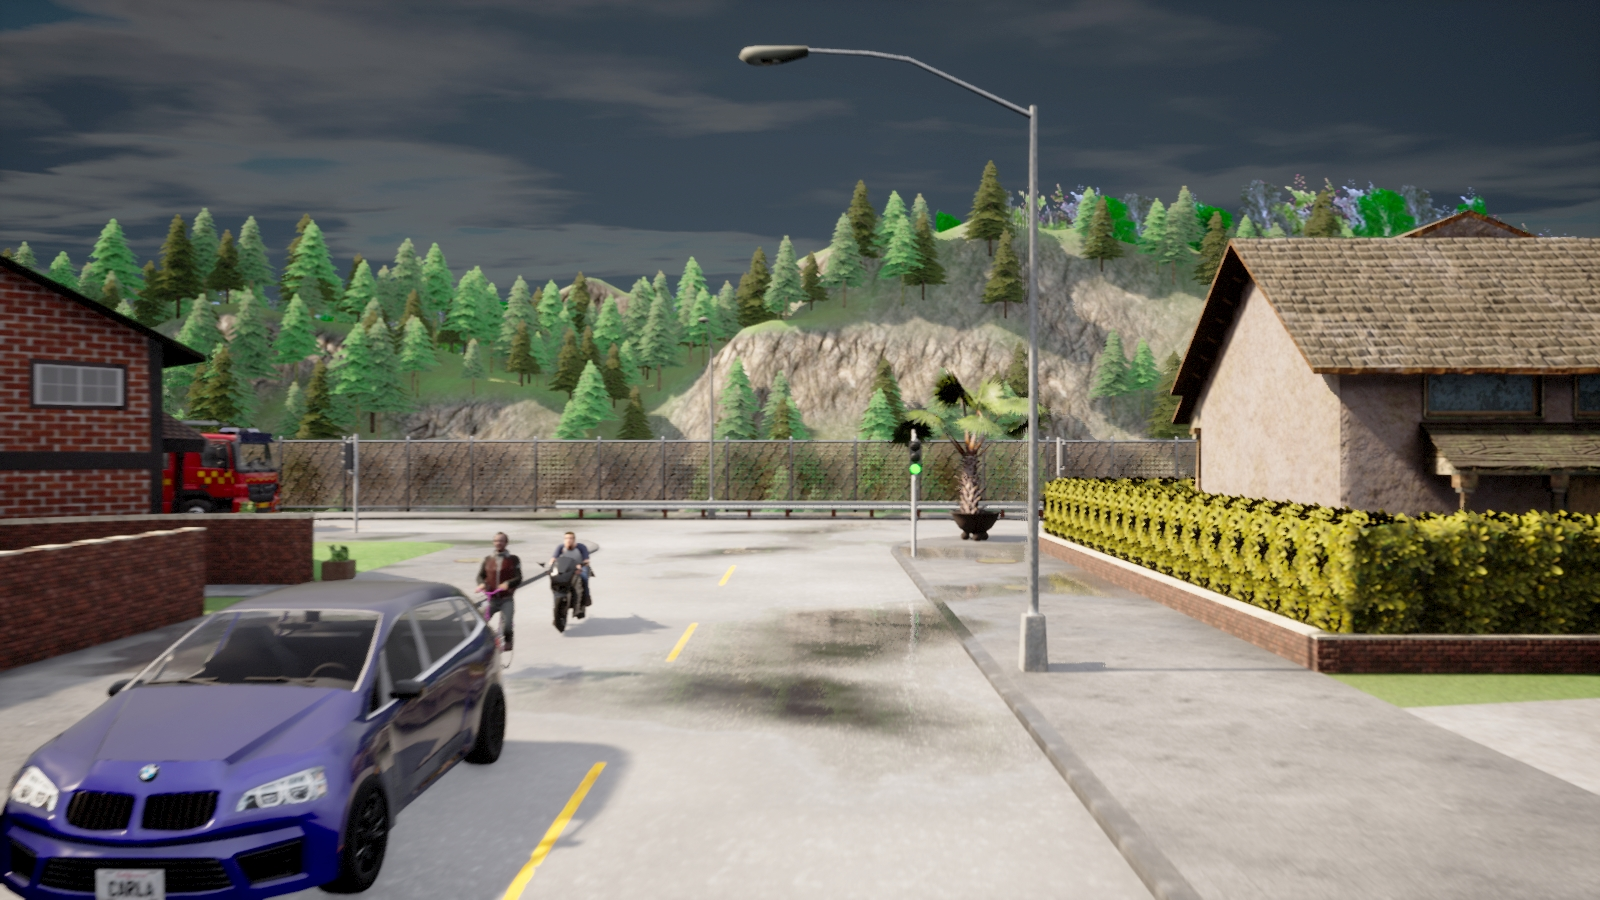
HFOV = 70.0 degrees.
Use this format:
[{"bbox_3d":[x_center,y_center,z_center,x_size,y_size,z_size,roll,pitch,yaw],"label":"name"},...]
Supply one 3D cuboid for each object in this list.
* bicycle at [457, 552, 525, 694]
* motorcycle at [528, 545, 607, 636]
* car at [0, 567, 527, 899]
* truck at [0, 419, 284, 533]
[{"bbox_3d":[-3.758,2.059,13.996,0.329,1.471,1.835,0,0,0],"label":"bicycle"},{"bbox_3d":[-3.643,2.185,18.087,0.803,1.199,2.033,0,0,1],"label":"motorcycle"},{"bbox_3d":[-3.786,1.966,8.779,2.242,1.667,4.611,0,0,1],"label":"car"},{"bbox_3d":[-22.860,0.882,39.775,8.468,3.827,2.891,0,0,1],"label":"truck"}]
